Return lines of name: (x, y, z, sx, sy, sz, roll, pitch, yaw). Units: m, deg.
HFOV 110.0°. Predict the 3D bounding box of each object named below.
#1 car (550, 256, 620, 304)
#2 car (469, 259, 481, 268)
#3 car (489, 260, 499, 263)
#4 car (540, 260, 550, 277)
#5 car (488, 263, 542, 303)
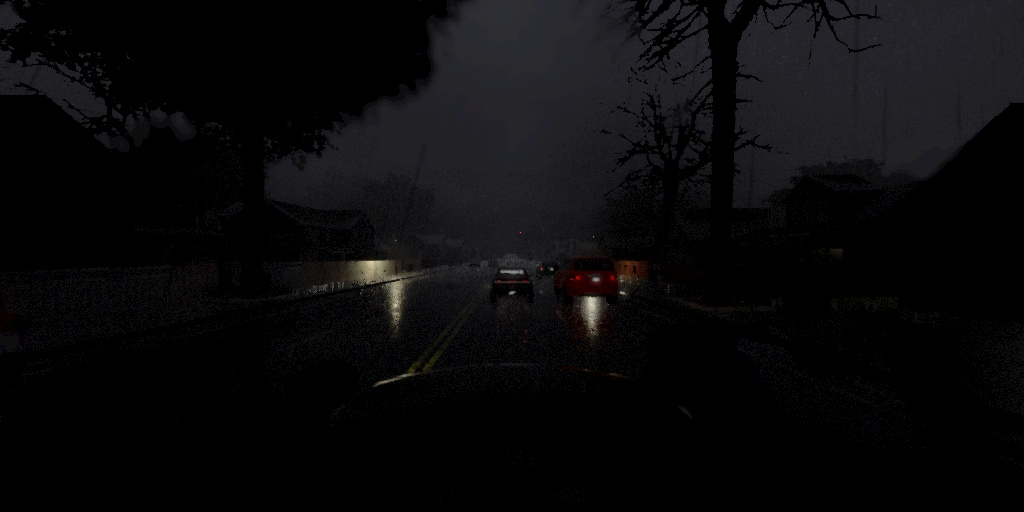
car: (3.250, 1.005, 16.531, 2.150, 2.045, 5.566, 0, 0, 0)
car: (-6.500, 1.261, 63.503, 1.882, 1.535, 5.008, 0, 0, 0)
car: (-3.250, 1.351, 63.503, 2.033, 1.411, 5.357, 0, 0, 0)
car: (3.250, 1.116, 31.472, 2.097, 1.767, 4.553, 0, 0, 0)
car: (0.000, 1.242, 16.501, 2.128, 1.511, 4.902, 0, 0, 0)
